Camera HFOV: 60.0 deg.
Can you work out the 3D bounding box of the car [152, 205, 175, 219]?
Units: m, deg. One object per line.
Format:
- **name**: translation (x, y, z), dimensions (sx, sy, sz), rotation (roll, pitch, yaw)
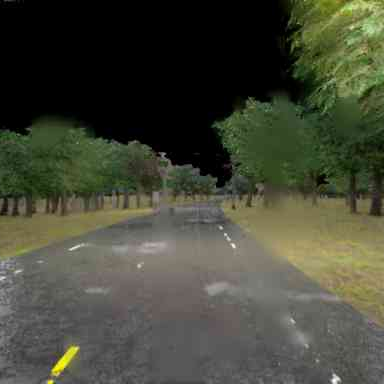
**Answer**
- **car**: translation (-2.902, 2.029, 34.609), dimensions (1.994, 1.385, 4.181), rotation (0, -1, 2)
